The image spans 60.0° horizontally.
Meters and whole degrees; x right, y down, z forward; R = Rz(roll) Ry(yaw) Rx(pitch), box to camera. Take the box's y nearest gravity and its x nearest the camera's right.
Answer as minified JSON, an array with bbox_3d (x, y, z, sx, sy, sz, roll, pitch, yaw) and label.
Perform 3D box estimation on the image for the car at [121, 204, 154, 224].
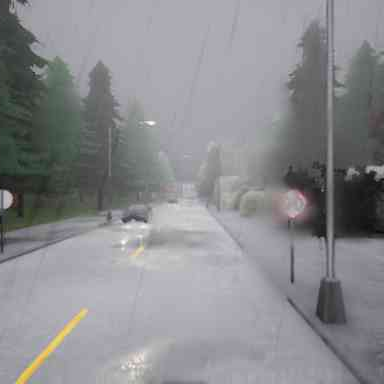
[{"bbox_3d":[-4.090,1.619,25.821,2.033,1.411,5.357,0,0,0],"label":"car"}]

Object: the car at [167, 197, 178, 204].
[{"bbox_3d":[-3.935,1.786,67.843,1.994,1.385,4.181,1,-1,0],"label":"car"}]
